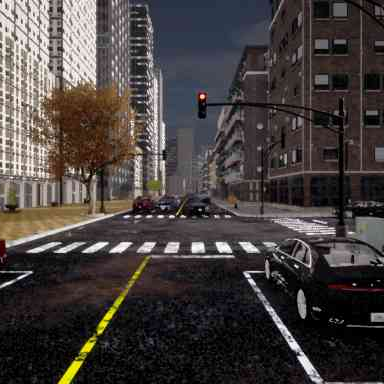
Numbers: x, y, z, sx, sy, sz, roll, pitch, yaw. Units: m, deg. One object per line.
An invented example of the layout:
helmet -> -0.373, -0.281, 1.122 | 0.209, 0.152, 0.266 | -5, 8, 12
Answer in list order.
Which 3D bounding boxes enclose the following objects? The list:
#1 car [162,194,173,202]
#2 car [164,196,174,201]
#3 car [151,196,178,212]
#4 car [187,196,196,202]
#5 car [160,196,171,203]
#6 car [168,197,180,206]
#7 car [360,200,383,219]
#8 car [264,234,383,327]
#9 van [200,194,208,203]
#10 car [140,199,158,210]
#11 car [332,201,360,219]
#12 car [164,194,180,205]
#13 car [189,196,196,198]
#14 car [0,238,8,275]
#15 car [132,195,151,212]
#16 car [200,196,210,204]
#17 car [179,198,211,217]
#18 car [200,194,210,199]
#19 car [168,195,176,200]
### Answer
car -> -5.758, 1.385, 77.966 | 2.192, 1.841, 5.009 | 0, 0, 0
car -> -5.763, 1.632, 83.489 | 2.008, 1.369, 4.403 | 0, 0, 0
car -> -3.133, 1.512, 38.486 | 2.128, 1.511, 4.902 | 0, 0, 0
car -> -0.067, 1.625, 78.862 | 1.994, 1.385, 4.181 | 0, 0, 0
car -> -5.753, 1.627, 72.444 | 1.947, 1.339, 4.313 | 0, 0, 0
car -> -3.130, 1.642, 58.435 | 1.895, 1.301, 4.718 | 0, 0, 0
car -> 14.787, 1.344, 23.775 | 4.181, 1.385, 1.994 | -1, 0, 0
car -> 2.682, 1.551, 6.925 | 2.008, 1.369, 4.403 | 0, 0, 0
van -> 2.627, 1.402, 72.451 | 1.690, 1.788, 3.998 | 0, 0, 0
car -> -5.730, 1.592, 44.829 | 1.947, 1.339, 4.313 | 0, 0, 0
car -> 13.403, 1.350, 26.340 | 4.403, 1.369, 2.008 | -1, 1, -1
car -> -3.137, 1.382, 48.364 | 2.097, 1.767, 4.553 | 0, 0, 0
car -> 0.038, 1.619, 68.917 | 1.994, 1.385, 4.181 | 0, 0, 0
car -> -5.698, 1.545, 6.918 | 1.887, 1.381, 4.507 | 0, 0, 0
car -> -5.726, 1.336, 39.306 | 2.192, 1.841, 5.009 | 0, 0, 0
car -> 2.632, 1.578, 67.097 | 1.752, 1.417, 4.829 | 0, 0, 0
car -> 0.353, 1.578, 31.529 | 1.994, 1.385, 4.181 | 0, 0, -11
car -> 2.637, 1.610, 61.404 | 1.947, 1.339, 4.313 | 0, 0, 0
car -> -5.772, 1.654, 94.535 | 2.008, 1.369, 4.403 | 0, 0, 0
